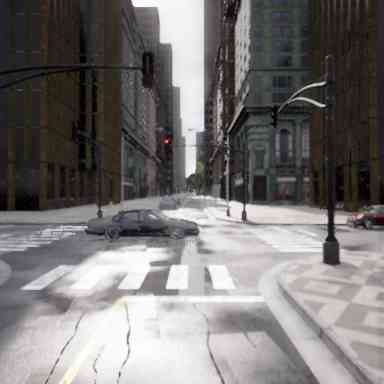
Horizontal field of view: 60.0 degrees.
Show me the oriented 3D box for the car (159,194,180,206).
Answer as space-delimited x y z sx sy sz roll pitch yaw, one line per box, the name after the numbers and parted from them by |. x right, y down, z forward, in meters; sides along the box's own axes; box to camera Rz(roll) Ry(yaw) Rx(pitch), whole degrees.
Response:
-3.046 1.385 42.565 2.097 1.767 4.553 0 0 0 | car

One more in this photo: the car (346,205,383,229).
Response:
12.351 1.571 21.864 4.097 1.590 1.967 0 -1 0 | car

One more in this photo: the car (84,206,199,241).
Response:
-2.330 1.570 16.050 5.357 1.411 2.033 0 0 0 | car
